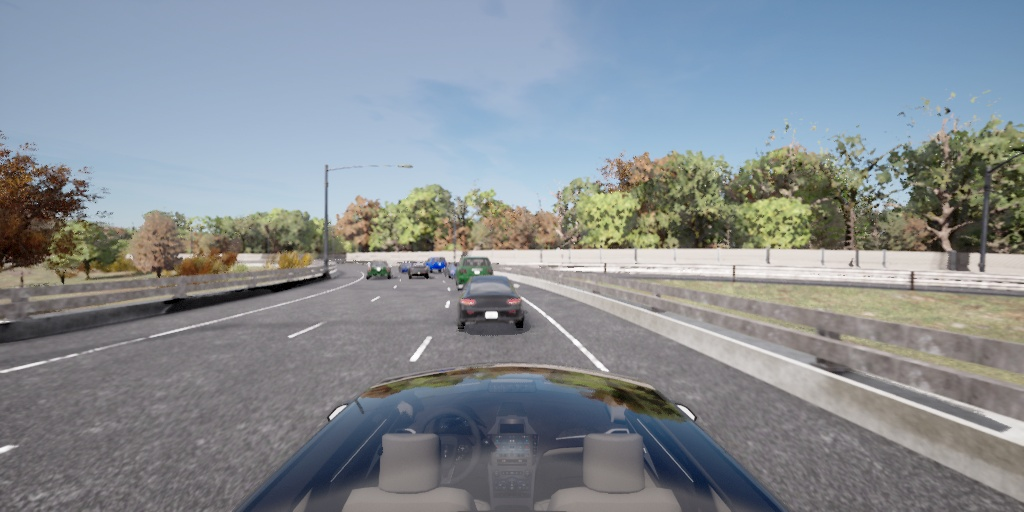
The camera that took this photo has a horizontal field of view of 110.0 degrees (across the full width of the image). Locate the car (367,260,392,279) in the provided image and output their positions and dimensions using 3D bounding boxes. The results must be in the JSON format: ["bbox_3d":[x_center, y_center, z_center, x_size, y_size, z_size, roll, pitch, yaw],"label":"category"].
[{"bbox_3d":[-12.669,1.239,34.336,2.097,1.767,4.553,0,0,-18],"label":"car"}]

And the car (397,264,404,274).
[{"bbox_3d":[-13.286,1.492,45.530,1.994,1.385,4.181,0,0,-24],"label":"car"}]

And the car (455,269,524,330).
[{"bbox_3d":[-0.717,1.313,11.186,1.812,1.442,4.674,0,0,-5],"label":"car"}]

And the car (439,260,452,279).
[{"bbox_3d":[-5.569,1.430,35.175,2.033,1.411,5.357,0,0,-17],"label":"car"}]

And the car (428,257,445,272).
[{"bbox_3d":[-10.034,1.153,46.877,2.150,2.045,5.566,0,0,-23],"label":"car"}]

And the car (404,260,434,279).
[{"bbox_3d":[-9.196,1.377,35.031,2.128,1.511,4.902,0,0,-17],"label":"car"}]

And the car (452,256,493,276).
[{"bbox_3d":[-2.511,1.055,23.197,2.150,2.045,5.566,0,0,-11],"label":"car"}]
